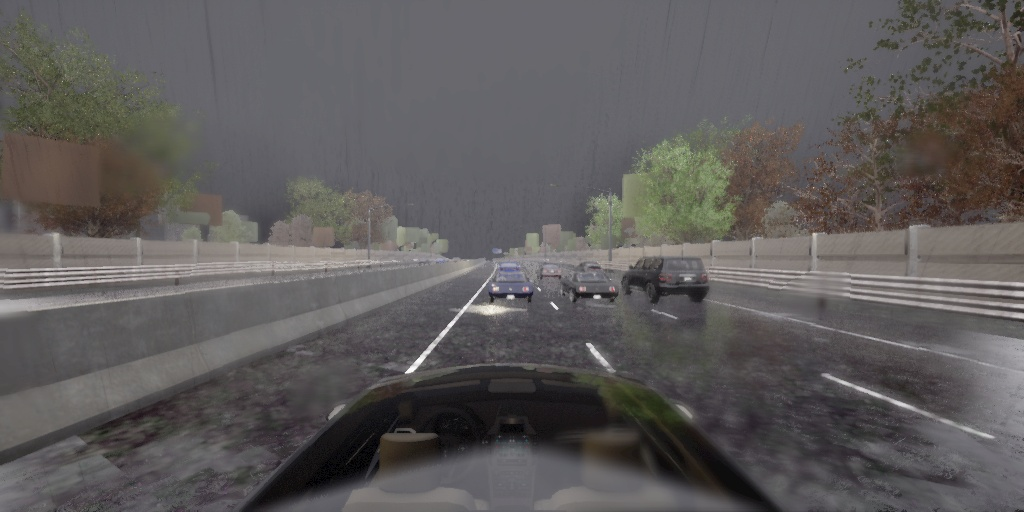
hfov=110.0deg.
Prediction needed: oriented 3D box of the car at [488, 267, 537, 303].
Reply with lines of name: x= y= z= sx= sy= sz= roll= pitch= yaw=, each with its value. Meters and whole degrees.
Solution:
car: x=-0.064 y=1.370 z=16.719 sx=1.895 sy=1.301 sz=4.718 roll=0 pitch=0 yaw=0

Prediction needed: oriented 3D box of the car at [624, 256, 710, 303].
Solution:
car: x=6.936 y=1.013 z=16.779 sx=2.150 sy=2.045 sz=5.566 roll=0 pitch=0 yaw=0

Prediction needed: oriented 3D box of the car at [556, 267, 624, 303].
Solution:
car: x=3.436 y=1.371 z=16.748 sx=1.895 sy=1.301 sz=4.718 roll=0 pitch=0 yaw=0

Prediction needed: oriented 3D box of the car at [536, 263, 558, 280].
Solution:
car: x=3.246 y=1.323 z=31.792 sx=2.033 sy=1.411 sz=5.357 roll=0 pitch=0 yaw=-1

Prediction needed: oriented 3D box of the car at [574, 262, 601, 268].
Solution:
car: x=6.745 y=1.278 z=31.852 sx=1.837 sy=1.490 sz=4.892 roll=0 pitch=0 yaw=-1

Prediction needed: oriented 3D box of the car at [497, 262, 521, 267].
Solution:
car: x=-0.254 y=1.244 z=31.734 sx=1.882 sy=1.535 sz=5.008 roll=0 pitch=0 yaw=-1
